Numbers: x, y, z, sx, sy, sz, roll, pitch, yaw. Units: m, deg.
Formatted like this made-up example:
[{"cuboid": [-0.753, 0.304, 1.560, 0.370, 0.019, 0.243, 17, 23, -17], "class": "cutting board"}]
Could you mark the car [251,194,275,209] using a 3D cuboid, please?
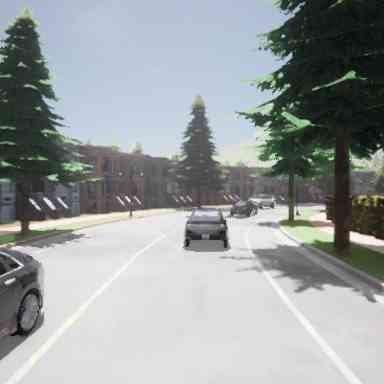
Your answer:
[{"cuboid": [9.319, 1.345, 45.579, 2.150, 2.045, 5.566, 0, -1, 42], "class": "car"}]

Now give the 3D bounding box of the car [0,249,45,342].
[{"cuboid": [-3.496, 1.509, 3.894, 1.837, 1.490, 4.892, 0, 0, 1], "class": "car"}]

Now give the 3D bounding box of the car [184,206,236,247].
[{"cuboid": [0.719, 1.529, 15.380, 2.128, 1.511, 4.902, 0, 0, 4], "class": "car"}]

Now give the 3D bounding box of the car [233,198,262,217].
[{"cuboid": [5.109, 1.610, 32.389, 1.812, 1.442, 4.674, 0, 0, 24], "class": "car"}]
